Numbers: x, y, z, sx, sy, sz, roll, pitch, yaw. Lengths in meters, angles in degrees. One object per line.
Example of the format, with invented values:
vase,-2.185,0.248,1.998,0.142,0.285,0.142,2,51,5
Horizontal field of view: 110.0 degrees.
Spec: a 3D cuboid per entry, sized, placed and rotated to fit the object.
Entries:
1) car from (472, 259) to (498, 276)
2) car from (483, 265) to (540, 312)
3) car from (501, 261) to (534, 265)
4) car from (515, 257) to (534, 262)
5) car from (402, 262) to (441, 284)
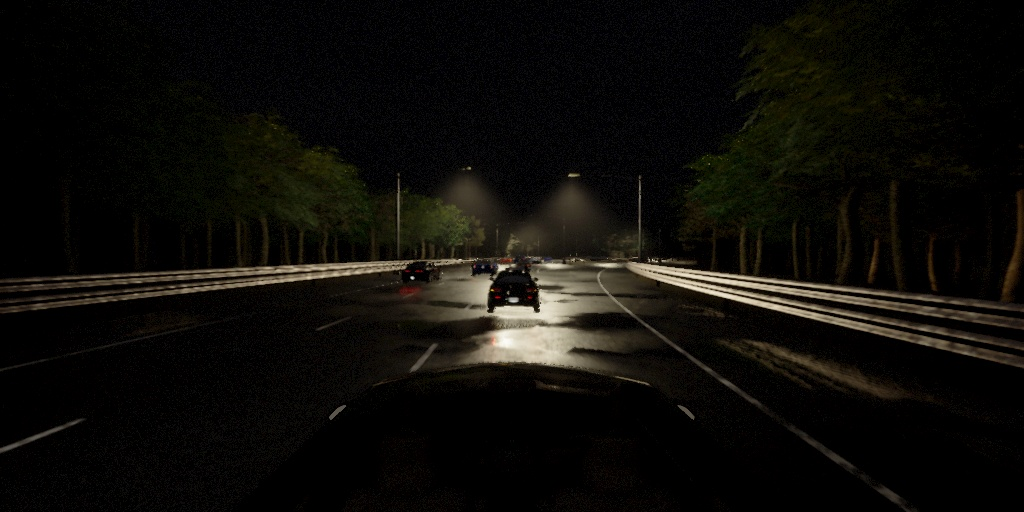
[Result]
car,-2.556,1.040,35.413,2.097,1.767,4.553,0,0,3
car,0.080,1.271,14.060,1.812,1.442,4.674,0,0,1
car,0.399,1.288,26.711,1.994,1.385,4.181,0,0,2
car,1.539,1.196,45.361,1.812,1.442,4.674,0,0,5
car,-6.560,1.188,26.398,1.837,1.490,4.892,0,0,2
